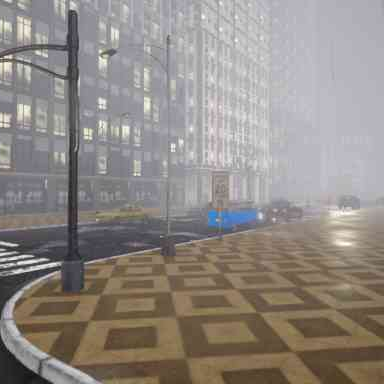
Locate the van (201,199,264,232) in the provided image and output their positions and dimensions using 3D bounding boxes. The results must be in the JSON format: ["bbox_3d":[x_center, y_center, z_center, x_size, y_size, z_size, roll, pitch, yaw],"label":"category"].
[{"bbox_3d":[2.571,1.368,20.280,1.690,1.788,3.998,0,0,38],"label":"van"}]

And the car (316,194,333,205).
[{"bbox_3d":[25.007,1.380,62.599,2.192,1.841,5.009,0,0,38],"label":"car"}]

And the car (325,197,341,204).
[{"bbox_3d":[28.397,1.624,67.011,2.008,1.369,4.403,0,0,38],"label":"car"}]

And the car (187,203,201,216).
[{"bbox_3d":[1.279,1.604,31.715,1.802,1.307,4.206,0,0,38],"label":"car"}]

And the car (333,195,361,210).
[{"bbox_3d":[21.086,1.368,44.562,2.192,1.841,5.009,0,0,38],"label":"car"}]

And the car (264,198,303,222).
[{"bbox_3d":[7.527,1.472,26.914,1.967,1.590,4.097,0,0,38],"label":"car"}]

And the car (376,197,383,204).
[{"bbox_3d":[38.034,1.658,66.620,1.947,1.339,4.313,0,0,38],"label":"car"}]

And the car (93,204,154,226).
[{"bbox_3d":[-4.822,1.540,23.987,1.752,1.417,4.829,0,0,38],"label":"car"}]
